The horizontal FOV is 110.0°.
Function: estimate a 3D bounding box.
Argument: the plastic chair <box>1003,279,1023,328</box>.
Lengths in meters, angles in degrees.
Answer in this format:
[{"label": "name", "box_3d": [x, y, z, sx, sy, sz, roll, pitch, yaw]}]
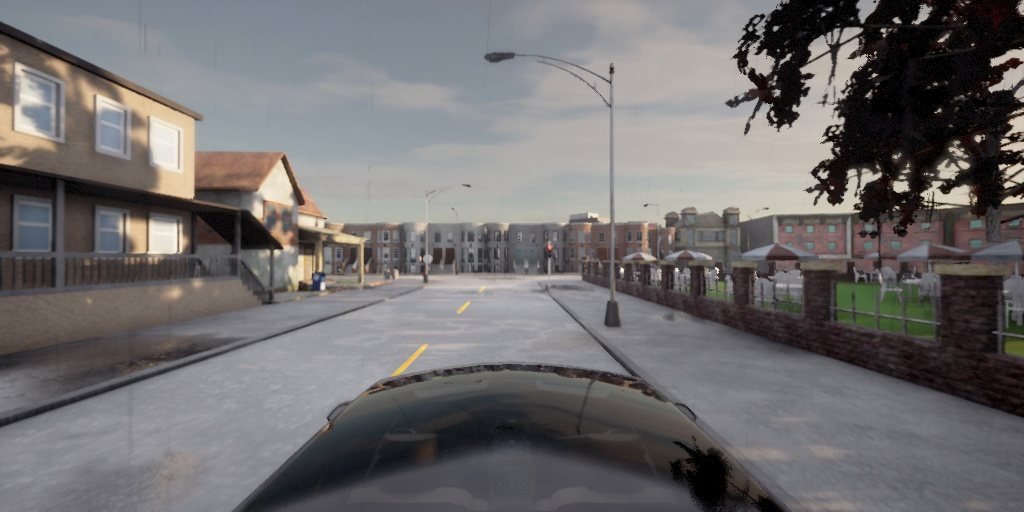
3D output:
[{"label": "plastic chair", "box_3d": [14.322, 1.380, 9.950, 0.730, 1.272, 0.750, 0, 0, -35]}]

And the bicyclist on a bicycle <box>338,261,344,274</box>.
[{"label": "bicyclist on a bicycle", "box_3d": [-21.778, 1.501, 45.657, 0.582, 1.620, 1.656, 0, 0, 0]}]

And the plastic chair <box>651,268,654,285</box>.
[{"label": "plastic chair", "box_3d": [10.426, 1.562, 26.264, 0.750, 1.272, 0.730, 0, 0, -40]}]

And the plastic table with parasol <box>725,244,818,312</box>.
[{"label": "plastic table with parasol", "box_3d": [9.977, 0.792, 13.592, 2.482, 2.480, 2.482, 0, 0, -40]}]

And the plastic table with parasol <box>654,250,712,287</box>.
[{"label": "plastic table with parasol", "box_3d": [10.691, 0.889, 22.033, 2.482, 2.480, 2.482, 0, 0, -40]}]

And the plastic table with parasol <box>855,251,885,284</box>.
[{"label": "plastic table with parasol", "box_3d": [28.273, 0.863, 27.299, 2.482, 2.480, 2.482, 0, 0, -38]}]

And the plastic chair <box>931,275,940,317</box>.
[{"label": "plastic chair", "box_3d": [14.552, 1.385, 11.882, 0.750, 1.272, 0.730, 0, 0, -40]}]

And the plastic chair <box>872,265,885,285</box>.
[{"label": "plastic chair", "box_3d": [27.259, 1.491, 26.354, 0.730, 1.272, 0.750, 0, 0, -32]}]

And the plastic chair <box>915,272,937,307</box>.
[{"label": "plastic chair", "box_3d": [16.950, 1.403, 14.426, 0.730, 1.272, 0.750, 0, 0, -34]}]

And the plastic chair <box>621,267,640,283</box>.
[{"label": "plastic chair", "box_3d": [8.719, 1.564, 26.362, 0.730, 1.272, 0.750, 0, 0, -35]}]

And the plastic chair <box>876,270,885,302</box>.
[{"label": "plastic chair", "box_3d": [17.194, 1.427, 16.278, 0.750, 1.272, 0.730, 0, 0, -41]}]

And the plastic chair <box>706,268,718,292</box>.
[{"label": "plastic chair", "box_3d": [11.423, 1.478, 21.034, 0.750, 1.272, 0.730, 0, 0, -40]}]

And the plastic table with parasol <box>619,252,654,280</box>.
[{"label": "plastic table with parasol", "box_3d": [9.693, 0.968, 27.263, 2.482, 2.480, 2.482, 0, 0, -40]}]

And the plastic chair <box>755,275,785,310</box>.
[{"label": "plastic chair", "box_3d": [9.003, 1.415, 12.692, 0.730, 1.272, 0.750, 0, 0, -35]}]

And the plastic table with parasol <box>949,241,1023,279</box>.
[{"label": "plastic table with parasol", "box_3d": [15.295, 0.777, 10.851, 2.482, 2.480, 2.482, 0, 0, -40]}]

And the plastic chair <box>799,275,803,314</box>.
[{"label": "plastic chair", "box_3d": [10.709, 1.409, 12.595, 0.750, 1.272, 0.730, 0, 0, -40]}]

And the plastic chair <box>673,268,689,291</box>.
[{"label": "plastic chair", "box_3d": [9.717, 1.485, 21.132, 0.730, 1.272, 0.750, 0, 0, -35]}]

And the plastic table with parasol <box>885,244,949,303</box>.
[{"label": "plastic table with parasol", "box_3d": [17.943, 0.743, 15.270, 2.482, 2.480, 2.482, 0, 0, -39]}]
